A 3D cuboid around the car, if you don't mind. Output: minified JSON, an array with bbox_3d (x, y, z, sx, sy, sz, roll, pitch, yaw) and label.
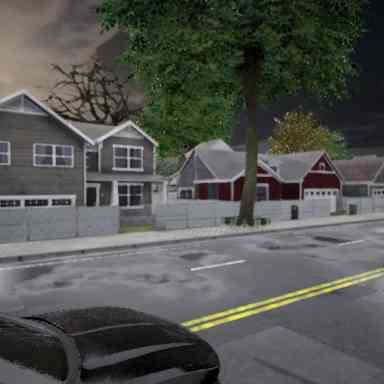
[{"bbox_3d":[-2.034,1.480,2.002,5.008,1.535,1.882,0,0,-35],"label":"car"}]
